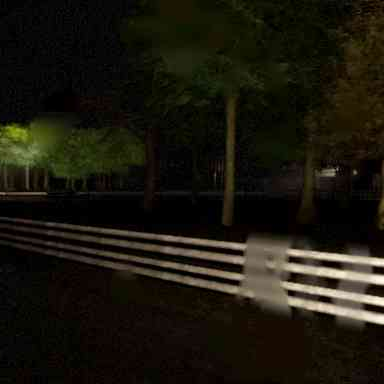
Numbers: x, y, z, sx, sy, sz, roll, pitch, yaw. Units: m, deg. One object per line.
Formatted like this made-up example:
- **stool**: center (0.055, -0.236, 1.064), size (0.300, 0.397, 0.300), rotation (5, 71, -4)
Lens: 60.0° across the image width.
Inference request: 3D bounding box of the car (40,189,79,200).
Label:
- **car**: center (-17.232, 0.328, 43.456), size (4.792, 1.488, 2.163), rotation (0, 0, -3)
